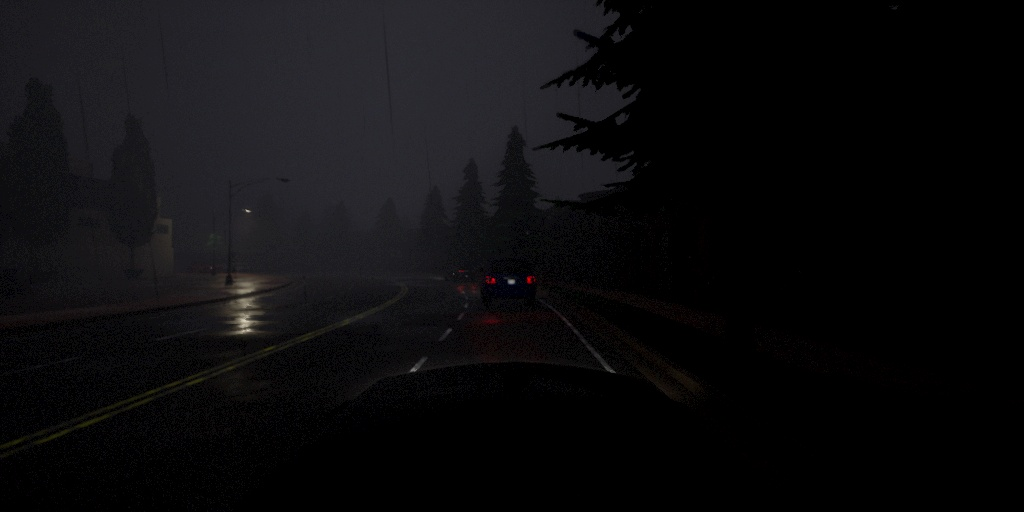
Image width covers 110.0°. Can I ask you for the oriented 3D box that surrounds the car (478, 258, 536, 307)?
[{"bbox_3d":[-0.304,1.104,16.427,2.150,2.045,5.566,0,0,-6],"label":"car"}]

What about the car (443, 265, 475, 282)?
[{"bbox_3d":[-4.919,1.533,32.691,2.128,1.511,4.902,0,-1,-26],"label":"car"}]
